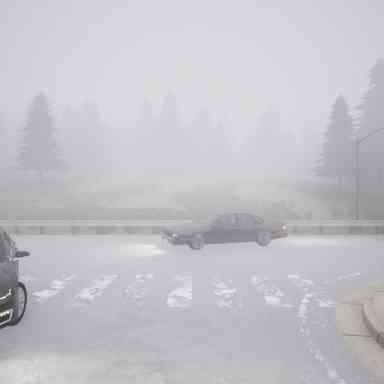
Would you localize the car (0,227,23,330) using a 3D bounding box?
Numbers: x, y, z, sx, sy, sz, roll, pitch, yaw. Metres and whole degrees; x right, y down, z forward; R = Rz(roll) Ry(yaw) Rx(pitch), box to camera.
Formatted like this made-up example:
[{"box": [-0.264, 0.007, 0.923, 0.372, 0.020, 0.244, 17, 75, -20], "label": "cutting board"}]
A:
[{"box": [-4.457, 1.505, 6.571, 1.837, 1.490, 4.892, 0, 0, -28], "label": "car"}]

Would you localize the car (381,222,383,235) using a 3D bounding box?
[{"box": [11.239, 1.492, 15.089, 4.902, 1.511, 2.128, 0, 0, 0], "label": "car"}]

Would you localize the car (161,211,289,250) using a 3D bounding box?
[{"box": [1.460, 1.547, 14.211, 5.357, 1.411, 2.033, 0, 0, -20], "label": "car"}]
